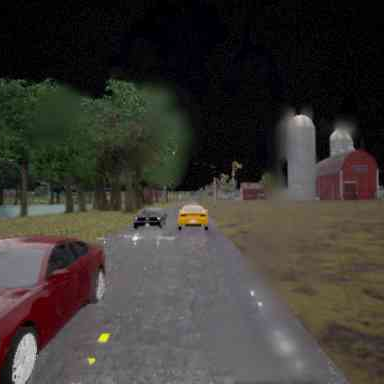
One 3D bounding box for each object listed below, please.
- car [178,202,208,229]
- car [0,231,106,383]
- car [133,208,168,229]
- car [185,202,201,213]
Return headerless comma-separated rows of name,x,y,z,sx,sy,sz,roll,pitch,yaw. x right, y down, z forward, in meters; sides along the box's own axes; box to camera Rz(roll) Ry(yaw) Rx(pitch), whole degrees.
car,0.087,1.645,22.873,1.882,1.535,5.008,0,-1,0
car,-2.833,1.504,5.439,1.882,1.535,5.008,0,0,0
car,-2.790,1.772,23.102,1.895,1.301,4.718,0,-1,1
car,0.109,1.974,42.818,1.895,1.301,4.718,0,-1,0
